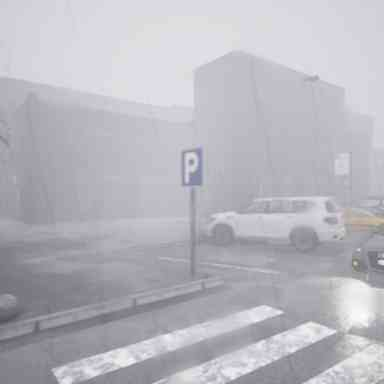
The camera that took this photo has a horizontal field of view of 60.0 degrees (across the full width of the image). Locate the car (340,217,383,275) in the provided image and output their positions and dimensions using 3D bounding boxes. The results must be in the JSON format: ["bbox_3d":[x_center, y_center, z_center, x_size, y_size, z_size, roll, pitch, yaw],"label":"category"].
[{"bbox_3d":[6.268,1.544,9.334,4.181,1.385,1.994,0,0,-38],"label":"car"}]

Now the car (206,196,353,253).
[{"bbox_3d":[3.310,1.215,13.755,5.566,2.045,2.435,-1,0,33],"label":"car"}]

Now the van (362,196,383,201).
[{"bbox_3d":[12.784,1.217,21.107,4.442,1.987,1.878,-1,0,33],"label":"van"}]

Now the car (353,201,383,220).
[{"bbox_3d":[8.269,1.448,17.300,5.366,1.575,1.946,-1,-1,33],"label":"car"}]

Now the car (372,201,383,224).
[{"bbox_3d":[15.279,1.435,22.859,5.008,1.535,2.097,-1,0,33],"label":"car"}]
